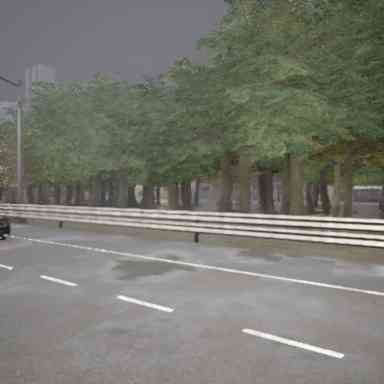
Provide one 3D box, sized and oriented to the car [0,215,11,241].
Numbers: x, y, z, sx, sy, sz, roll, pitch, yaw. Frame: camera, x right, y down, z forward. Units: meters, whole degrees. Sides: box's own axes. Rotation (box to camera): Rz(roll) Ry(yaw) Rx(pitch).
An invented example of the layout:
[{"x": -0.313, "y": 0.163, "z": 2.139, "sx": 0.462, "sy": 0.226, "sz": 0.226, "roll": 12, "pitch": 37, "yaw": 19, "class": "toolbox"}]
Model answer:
[{"x": -10.482, "y": 1.504, "z": 15.662, "sx": 5.008, "sy": 1.535, "sz": 1.882, "roll": 0, "pitch": 0, "yaw": 36, "class": "car"}]
